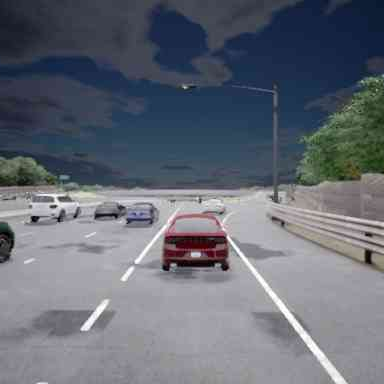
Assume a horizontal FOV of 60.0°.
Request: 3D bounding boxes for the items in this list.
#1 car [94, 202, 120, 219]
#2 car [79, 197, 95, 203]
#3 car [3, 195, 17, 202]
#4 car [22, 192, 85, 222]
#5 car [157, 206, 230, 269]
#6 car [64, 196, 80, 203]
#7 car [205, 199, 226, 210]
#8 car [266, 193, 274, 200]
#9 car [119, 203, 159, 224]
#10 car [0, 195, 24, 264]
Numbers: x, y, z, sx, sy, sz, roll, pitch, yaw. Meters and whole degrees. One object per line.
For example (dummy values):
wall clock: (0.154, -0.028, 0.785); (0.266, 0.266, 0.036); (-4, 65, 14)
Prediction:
car: (-6.900, 1.506, 28.518); (1.994, 1.385, 4.181); (0, 0, 0)
car: (-24.502, 1.799, 77.493); (2.033, 1.411, 5.357); (0, -1, 0)
car: (-41.293, 1.457, 75.570); (1.994, 1.385, 4.181); (1, 0, -16)
car: (-10.400, 1.170, 25.521); (2.150, 2.045, 5.566); (0, 0, 0)
car: (0.117, 1.455, 11.046); (1.882, 1.535, 5.008); (0, 0, 0)
car: (-28.002, 1.736, 77.493); (1.882, 1.535, 5.008); (0, -1, 0)
car: (2.348, 1.461, 33.295); (1.812, 1.442, 4.674); (0, 0, 12)
car: (20.543, 1.279, 87.225); (1.837, 1.490, 4.892); (-1, 1, 17)
car: (-3.501, 1.499, 24.098); (2.033, 1.411, 5.357); (0, 0, 0)
car: (-6.900, 1.203, 8.573); (2.150, 2.045, 5.566); (0, 0, 0)
